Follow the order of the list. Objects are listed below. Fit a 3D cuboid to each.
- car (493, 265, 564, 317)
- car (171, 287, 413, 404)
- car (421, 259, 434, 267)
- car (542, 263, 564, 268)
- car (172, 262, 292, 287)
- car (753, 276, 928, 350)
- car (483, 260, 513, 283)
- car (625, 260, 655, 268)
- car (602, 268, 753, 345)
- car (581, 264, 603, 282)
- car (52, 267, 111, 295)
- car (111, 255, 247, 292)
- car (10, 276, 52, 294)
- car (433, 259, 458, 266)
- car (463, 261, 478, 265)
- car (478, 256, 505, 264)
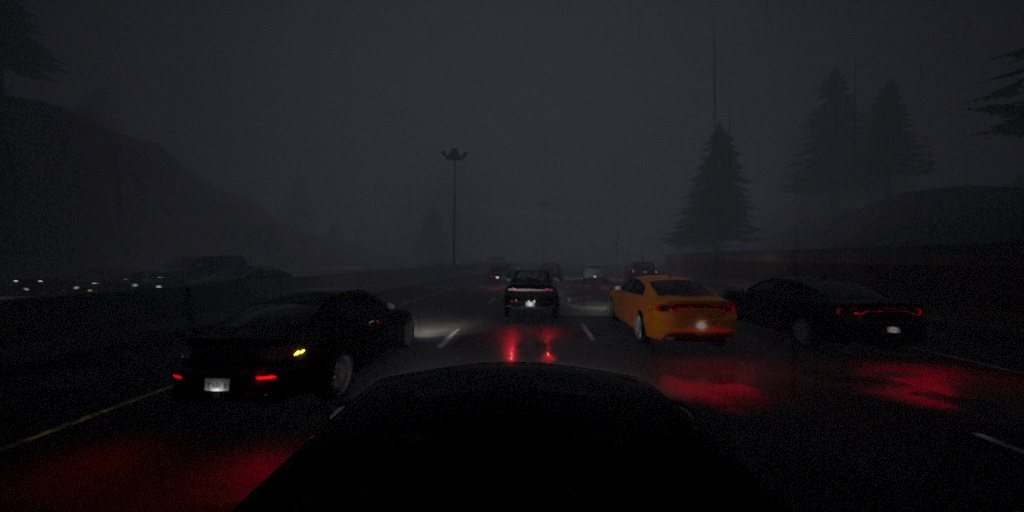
[{"bbox_3d":[0.768,1.266,13.406,2.128,1.511,4.902,0,0,5],"label":"car"},{"bbox_3d":[-3.211,1.274,6.304,1.812,1.442,4.674,0,0,2],"label":"car"},{"bbox_3d":[-13.338,1.309,60.002,2.128,1.511,4.902,0,0,22],"label":"car"},{"bbox_3d":[3.276,1.290,29.830,1.882,1.535,5.008,0,0,12],"label":"car"},{"bbox_3d":[-13.065,1.231,17.594,2.128,1.511,4.902,0,0,6],"label":"car"},{"bbox_3d":[7.443,1.265,9.335,1.882,1.535,5.008,0,0,3],"label":"car"},{"bbox_3d":[-0.601,1.303,28.359,1.837,1.490,4.892,0,0,11],"label":"car"},{"bbox_3d":[10.053,1.182,28.036,2.097,1.767,4.553,0,0,12],"label":"car"},{"bbox_3d":[3.966,1.255,9.700,1.882,1.535,5.008,0,0,3],"label":"car"},{"bbox_3d":[6.734,1.348,29.305,1.812,1.442,4.674,0,0,12],"label":"car"},{"bbox_3d":[-19.981,1.284,18.593,1.994,1.385,4.181,0,0,6],"label":"car"},{"bbox_3d":[-16.479,0.952,18.710,2.150,2.045,5.566,0,0,7],"label":"car"},{"bbox_3d":[-23.415,1.312,19.662,1.895,1.301,4.718,0,0,7],"label":"car"},{"bbox_3d":[-10.344,1.387,58.040,1.994,1.385,4.181,0,0,22],"label":"car"},{"bbox_3d":[-6.279,1.438,58.819,1.895,1.301,4.718,0,0,22],"label":"car"},{"bbox_3d":[-2.794,1.066,58.085,2.150,2.045,5.566,0,0,22],"label":"car"}]
